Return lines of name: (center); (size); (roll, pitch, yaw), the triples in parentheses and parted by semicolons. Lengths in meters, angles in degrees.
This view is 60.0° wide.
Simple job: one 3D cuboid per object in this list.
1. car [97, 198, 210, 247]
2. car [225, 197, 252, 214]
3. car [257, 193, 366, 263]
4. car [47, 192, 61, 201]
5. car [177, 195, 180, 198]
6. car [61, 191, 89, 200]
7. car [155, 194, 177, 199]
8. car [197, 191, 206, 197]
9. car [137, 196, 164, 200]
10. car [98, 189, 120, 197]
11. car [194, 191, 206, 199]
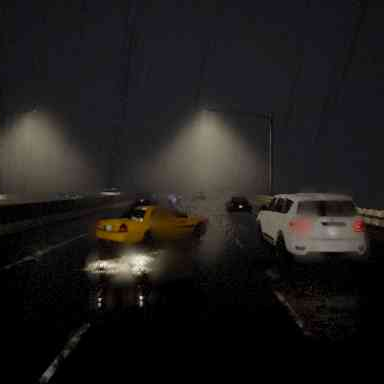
car: (-1.344, 1.250, 13.986); (1.801, 1.575, 5.366); (1, 1, 40)
car: (4.038, 1.146, 29.248); (1.994, 1.385, 4.181); (0, 1, 1)
car: (3.713, 1.053, 11.370); (2.150, 2.045, 5.566); (0, 1, 1)
car: (-20.036, 0.766, 50.174); (1.882, 1.535, 5.008); (0, 0, 2)
car: (-2.660, 0.923, 44.304); (2.033, 1.411, 5.357); (0, 1, 2)
car: (-16.612, 0.669, 48.135); (2.097, 1.767, 4.553); (0, 1, 2)
car: (-2.974, 1.016, 33.340); (2.128, 1.511, 4.902); (0, 1, 1)
car: (2.244, 0.463, 78.790); (2.033, 1.411, 5.357); (0, 1, 3)
car: (-3.219, 1.200, 22.376); (1.812, 1.442, 4.674); (0, 1, 1)
car: (-12.950, 0.487, 52.435); (2.150, 2.045, 5.566); (0, 0, 3)
car: (1.334, 0.698, 57.254); (2.128, 1.511, 4.902); (0, 1, 3)
